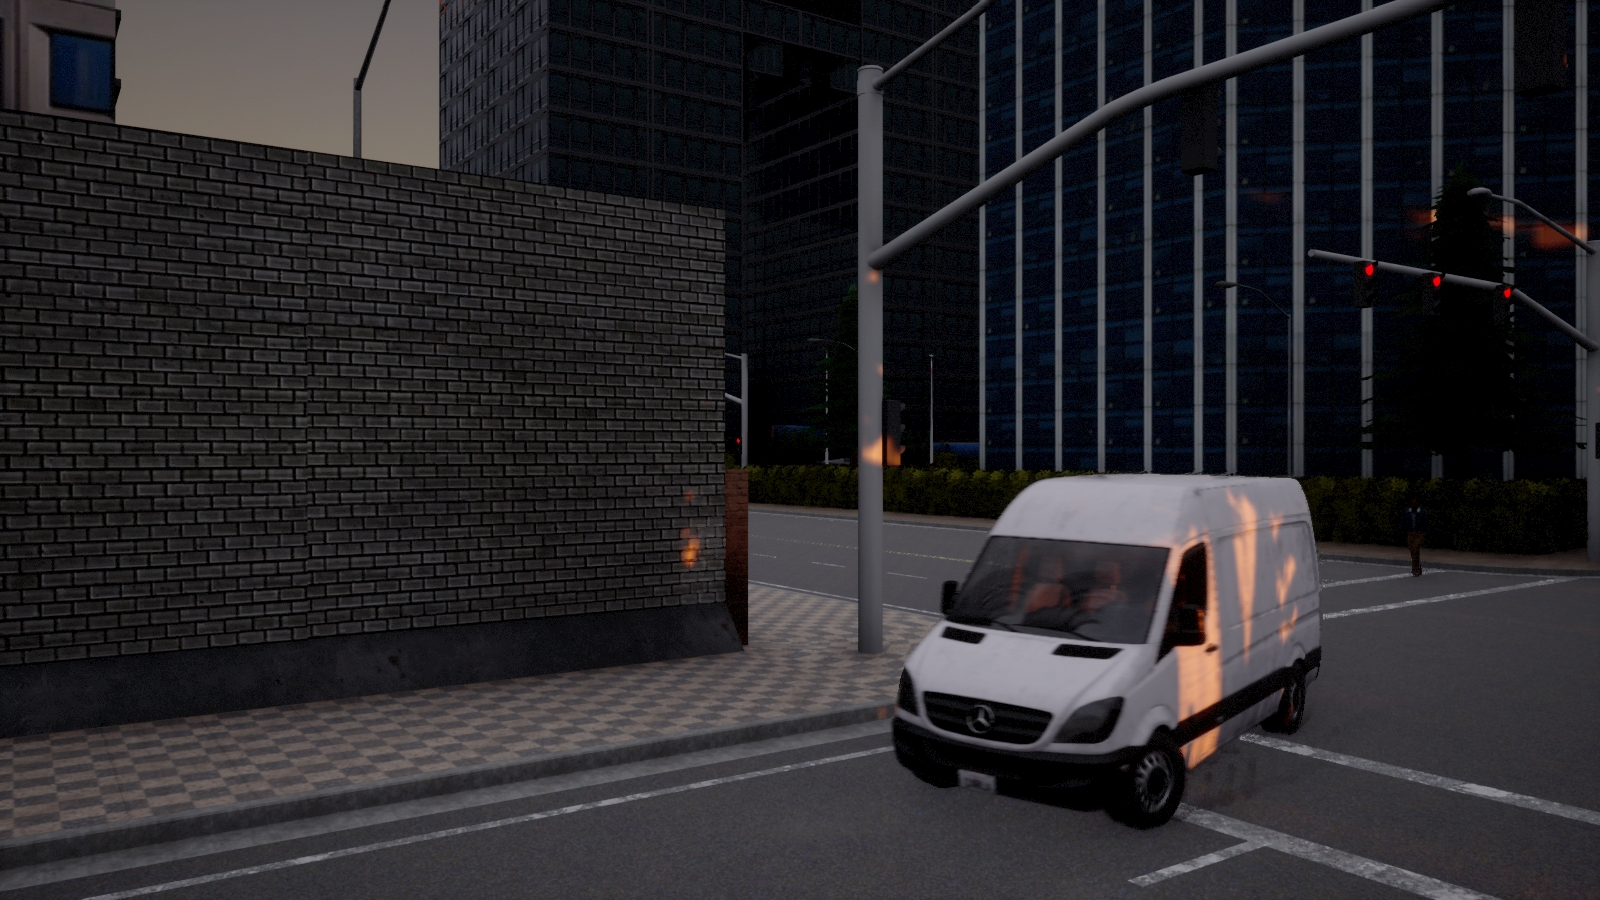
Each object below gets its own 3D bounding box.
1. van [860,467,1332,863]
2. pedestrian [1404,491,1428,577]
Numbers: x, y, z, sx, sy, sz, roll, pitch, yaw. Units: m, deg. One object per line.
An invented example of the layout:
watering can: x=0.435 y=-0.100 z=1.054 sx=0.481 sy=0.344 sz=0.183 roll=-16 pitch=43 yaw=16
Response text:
van: x=3.094 y=1.485 z=10.582 sx=1.988 sy=2.561 sz=5.915 roll=1 pitch=0 yaw=38
pedestrian: x=13.610 y=1.848 z=25.251 sx=0.375 sy=1.860 sz=0.375 roll=0 pitch=0 yaw=-43
